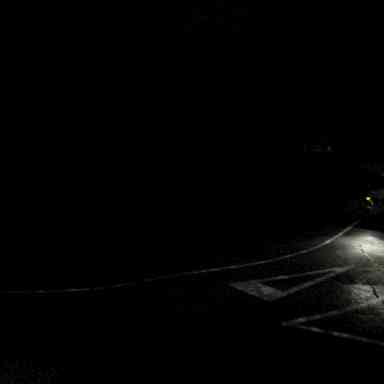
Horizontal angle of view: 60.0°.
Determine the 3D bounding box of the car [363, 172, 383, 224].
[{"bbox_3d":[9.162,0.127,14.687,2.150,2.045,5.566,0,6,37],"label":"car"}]
